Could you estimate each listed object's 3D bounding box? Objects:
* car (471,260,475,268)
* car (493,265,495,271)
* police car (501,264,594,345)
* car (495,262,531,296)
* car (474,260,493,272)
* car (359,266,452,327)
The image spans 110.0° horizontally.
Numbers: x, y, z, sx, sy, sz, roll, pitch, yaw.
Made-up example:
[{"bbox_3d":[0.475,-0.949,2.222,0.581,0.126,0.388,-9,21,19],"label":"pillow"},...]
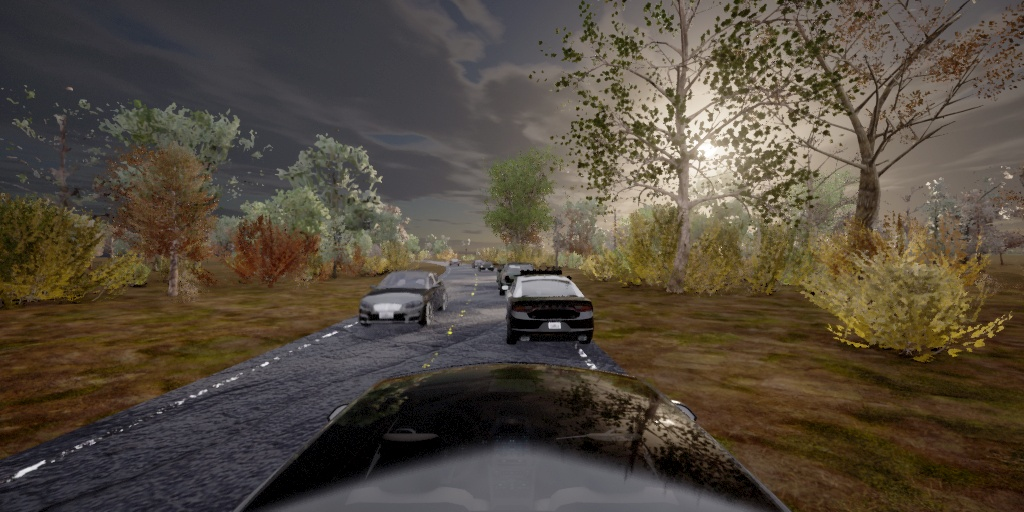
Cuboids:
[{"bbox_3d":[-5.571,1.291,58.833,2.033,1.411,5.357,0,0,-11],"label":"car"},{"bbox_3d":[-0.146,1.253,25.687,1.837,1.490,4.892,0,0,-5],"label":"car"},{"bbox_3d":[0.768,1.175,9.698,1.930,1.638,5.238,0,0,-2],"label":"police car"},{"bbox_3d":[0.298,1.100,19.627,2.097,1.767,4.553,0,0,-4],"label":"car"},{"bbox_3d":[-3.479,1.347,46.593,1.895,1.301,4.718,0,0,-9],"label":"car"},{"bbox_3d":[-3.287,1.241,11.565,2.128,1.511,4.902,0,0,-2],"label":"car"}]
